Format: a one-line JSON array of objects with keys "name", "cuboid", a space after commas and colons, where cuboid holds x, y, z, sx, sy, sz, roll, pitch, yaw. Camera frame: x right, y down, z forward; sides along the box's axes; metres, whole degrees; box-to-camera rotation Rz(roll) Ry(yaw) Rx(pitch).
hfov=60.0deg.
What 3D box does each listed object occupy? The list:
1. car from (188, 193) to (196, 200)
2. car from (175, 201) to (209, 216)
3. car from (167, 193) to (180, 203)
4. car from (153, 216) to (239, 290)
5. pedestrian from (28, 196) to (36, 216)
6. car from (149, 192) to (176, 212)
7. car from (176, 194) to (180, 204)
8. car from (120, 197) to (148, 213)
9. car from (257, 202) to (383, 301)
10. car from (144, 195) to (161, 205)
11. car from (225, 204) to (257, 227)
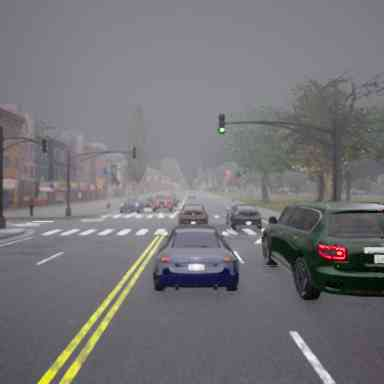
[{"name": "car", "cuboid": [-0.011, 1.018, 78.770, 2.128, 1.511, 4.902, 0, 1, 0]}, {"name": "car", "cuboid": [0.087, 1.550, 22.130, 1.837, 1.490, 4.892, 0, 1, 0]}, {"name": "car", "cuboid": [-3.299, 1.073, 59.931, 2.097, 1.767, 4.553, 0, 1, 0]}, {"name": "car", "cuboid": [0.088, 1.588, 9.141, 1.994, 1.385, 4.181, 0, 0, 0]}, {"name": "pedestrian", "cuboid": [-14.135, 1.212, 29.322, 0.375, 1.860, 0.375, 0, -1, 0]}, {"name": "car", "cuboid": [-3.361, 1.182, 39.303, 2.150, 2.045, 5.566, 0, 0, 0]}, {"name": "car", "cuboid": [-3.338, 1.071, 49.687, 2.150, 2.045, 5.566, 0, 1, 1]}, {"name": "car", "cuboid": [-6.604, 1.330, 37.027, 2.097, 1.767, 4.553, 0, 0, 0]}, {"name": "car", "cuboid": [3.342, 1.246, 8.477, 2.150, 2.045, 5.566, 0, 0, 0]}, {"name": "car", "cuboid": [-6.566, 1.318, 55.959, 2.033, 1.411, 5.357, 0, 1, 1]}, {"name": "car", "cuboid": [3.336, 1.550, 21.946, 1.837, 1.490, 4.892, 0, 1, 0]}]
